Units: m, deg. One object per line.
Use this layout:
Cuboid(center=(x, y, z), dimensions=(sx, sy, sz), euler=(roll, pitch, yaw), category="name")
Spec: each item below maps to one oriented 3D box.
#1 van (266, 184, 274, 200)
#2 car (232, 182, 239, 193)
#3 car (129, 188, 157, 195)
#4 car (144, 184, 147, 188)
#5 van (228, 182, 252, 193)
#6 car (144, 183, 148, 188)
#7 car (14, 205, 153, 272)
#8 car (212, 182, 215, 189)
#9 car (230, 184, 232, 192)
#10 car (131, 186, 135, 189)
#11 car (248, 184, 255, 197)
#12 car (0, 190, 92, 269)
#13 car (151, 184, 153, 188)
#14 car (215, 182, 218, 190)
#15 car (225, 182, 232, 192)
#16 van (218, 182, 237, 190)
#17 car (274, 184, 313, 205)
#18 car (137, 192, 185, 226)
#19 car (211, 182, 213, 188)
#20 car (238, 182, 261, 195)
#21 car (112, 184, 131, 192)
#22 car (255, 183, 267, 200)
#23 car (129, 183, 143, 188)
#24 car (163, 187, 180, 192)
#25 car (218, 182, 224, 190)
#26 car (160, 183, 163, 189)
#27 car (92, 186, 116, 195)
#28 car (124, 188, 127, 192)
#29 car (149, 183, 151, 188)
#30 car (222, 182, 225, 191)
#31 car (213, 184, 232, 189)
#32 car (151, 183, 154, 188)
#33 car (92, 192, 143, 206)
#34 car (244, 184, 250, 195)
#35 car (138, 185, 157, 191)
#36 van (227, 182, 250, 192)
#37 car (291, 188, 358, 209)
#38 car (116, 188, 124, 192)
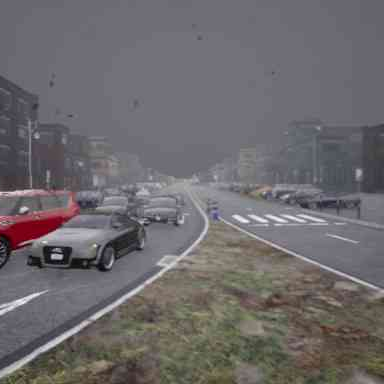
Cuboid(center=(10.603, 0.170, 35.411), dimensions=(4.442, 1.987, 1.878), euler=(0, 2, -2), category="van")
Cuboid(center=(9.964, -0.534, 54.845), dimensions=(5.566, 2.045, 2.435), euler=(0, 2, -2), category="car")
Cuboid(center=(-4.800, 0.610, 32.900), dimensions=(1.812, 1.442, 4.674), euler=(0, 2, -2), category="car")
Cuboid(center=(-10.126, -0.088, 52.956), dimensions=(5.008, 1.535, 2.097), euler=(0, 2, -2), category="car")
Cuboid(center=(9.466, -0.882, 65.821), dimensions=(4.442, 1.987, 1.878), euler=(0, 2, -2), category="van")
Cuboid(center=(-10.258, -0.308, 55.705), dimensions=(4.553, 1.767, 2.185), euler=(0, 2, -2), category="car")
Cuboid(center=(-2.870, 1.319, 9.946), dimensions=(1.994, 1.385, 4.181), euler=(0, 2, 11), category="car")
Cuboid(center=(8.673, -1.275, 85.254), dimensions=(5.366, 1.575, 1.946), euler=(0, 2, -2), category="car")
Cuboid(center=(9.789, -0.430, 60.282), dimensions=(4.674, 1.452, 2.002), euler=(0, 2, -2), category="car")
Cuboid(center=(-9.601, 0.389, 39.188), dimensions=(4.892, 1.521, 2.231), euler=(0, 2, -2), category="car")
Cuboid(center=(10.404, 0.106, 43.752), dimensions=(5.008, 1.535, 2.097), euler=(0, 2, -2), category="car")
Cuboid(center=(-5.703, 0.984, 10.572), dimensions=(2.150, 2.045, 5.566), euler=(0, 1, 12), category="car")
Cuboid(center=(-10.535, -0.456, 63.971), dimensions=(4.892, 1.521, 2.231), euler=(0, 2, -2), category="car")
Cuboid(center=(9.035, -1.354, 79.702), dimensions=(5.566, 2.045, 2.435), euler=(0, 2, -2), category="car")
Cuboid(center=(9.714, -0.815, 63.048), dimensions=(5.566, 2.045, 2.435), euler=(0, 2, -2), category="car")
Cuboid(center=(8.843, -1.413, 82.474), dimensions=(4.442, 1.987, 1.878), euler=(0, 2, -2), category="van")
Cuboid(center=(10.860, 0.360, 32.515), dimensions=(4.553, 1.767, 2.185), euler=(0, 2, -2), category="car")
Cuboid(center=(-1.575, 0.999, 18.741), dimensions=(1.837, 1.490, 4.892), euler=(0, 2, 2), category="car")
Cuboid(center=(8.724, -1.608, 88.027), dimensions=(5.566, 2.045, 2.435), euler=(0, 2, -2), category="car")
Cuboid(center=(10.234, -0.336, 49.170), dimensions=(5.566, 2.045, 2.435), euler=(0, 2, -2), category="car")
Cuboid(center=(-9.459, 0.354, 36.427), dimensions=(4.553, 1.767, 2.185), euler=(0, 2, -2), category="car")
Cuboid(center=(10.548, 0.083, 40.849), dimensions=(4.553, 1.767, 2.185), euler=(0, 2, -2), category="car")
Cuboid(center=(-9.835, -0.054, 44.685), dimensions=(5.566, 2.045, 2.435), euler=(0, 2, -2), category="car")
Cuboid(center=(-1.791, 0.566, 32.539), dimensions=(2.128, 1.511, 4.902), euler=(0, 2, -4), category="car")
Cuboid(center=(9.163, -1.014, 76.933), dimensions=(4.892, 1.521, 2.231), euler=(0, 2, -2), category="car")
Cuboid(center=(-11.727, -1.635, 94.253), dimensions=(5.566, 2.045, 2.435), euler=(0, 2, -2), category="car")
Cuboid(center=(-9.144, 0.615, 28.161), dimensions=(4.553, 1.767, 2.185), euler=(0, 2, -2), category="car")
Cuboid(center=(-9.382, 0.608, 33.677), dimensions=(4.674, 1.452, 2.002), euler=(0, 2, -2), category="car")
Cuboid(center=(-10.406, -0.493, 61.215), dimensions=(4.553, 1.767, 2.185), euler=(0, 2, -2), category="car")
Cuboid(center=(9.369, -0.803, 71.509), dimensions=(4.674, 1.452, 2.002), euler=(0, 2, -2), category="car")
Cuboid(center=(8.541, -1.519, 93.588), dimensions=(4.892, 1.521, 2.231), euler=(0, 2, -2), category="car")
Cuboid(center=(-10.640, -0.546, 66.725), dimensions=(4.892, 1.521, 2.231), euler=(0, 2, -2), category="car")
Cuboid(center=(-4.536, 0.966, 20.500), dimensions=(1.837, 1.490, 4.892), euler=(0, 2, 1), category="car")
Cuboid(center=(10.317, 0.014, 46.403), dimensions=(4.892, 1.521, 2.231), euler=(0, 2, -2), category="car")
Cuboid(center=(-11.411, -1.115, 86.001), dimensions=(4.792, 1.488, 2.163), euler=(0, 2, -2), category="car")
Cuboid(center=(9.596, -0.975, 68.603), dimensions=(4.442, 1.987, 1.878), euler=(0, 2, -2), category="van")
Cuboid(center=(11.004, 0.676, 27.088), dimensions=(4.792, 1.488, 2.163), euler=(0, 2, -2), category="car")
Cuboid(center=(-9.285, 0.657, 30.923), dimensions=(5.008, 1.535, 2.097), euler=(0, 2, -2), category="car")
